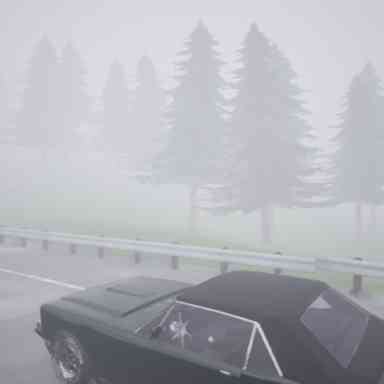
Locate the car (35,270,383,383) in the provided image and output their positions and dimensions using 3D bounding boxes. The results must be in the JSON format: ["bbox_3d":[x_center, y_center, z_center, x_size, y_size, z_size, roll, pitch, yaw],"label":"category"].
[{"bbox_3d":[0.348,1.594,3.645,4.718,1.301,1.895,0,0,35],"label":"car"}]
